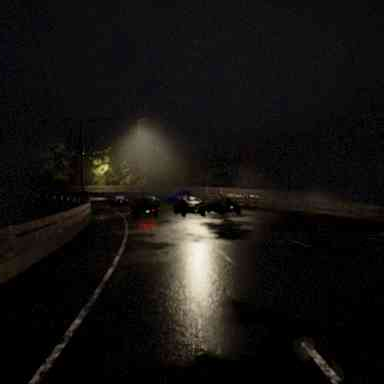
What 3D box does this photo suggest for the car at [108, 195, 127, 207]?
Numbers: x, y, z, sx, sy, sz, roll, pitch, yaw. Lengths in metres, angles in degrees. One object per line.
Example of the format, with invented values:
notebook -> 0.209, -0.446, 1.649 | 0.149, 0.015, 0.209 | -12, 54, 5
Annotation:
car -> -9.472, 1.124, 42.500 | 1.994, 1.385, 4.181 | -1, 1, -24

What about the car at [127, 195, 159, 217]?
car -> -3.980, 1.206, 27.365 | 1.837, 1.490, 4.892 | -1, 0, -16

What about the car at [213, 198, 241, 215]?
car -> 2.723, 1.201, 29.551 | 1.994, 1.385, 4.181 | -1, 1, -17

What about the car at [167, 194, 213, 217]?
car -> -0.286, 1.175, 27.145 | 2.128, 1.511, 4.902 | -1, 1, -15

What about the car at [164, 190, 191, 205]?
car -> -1.804, 0.737, 42.455 | 2.150, 2.045, 5.566 | -1, 1, -22

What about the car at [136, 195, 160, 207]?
car -> -5.633, 1.101, 42.509 | 1.994, 1.385, 4.181 | -1, 1, -23
